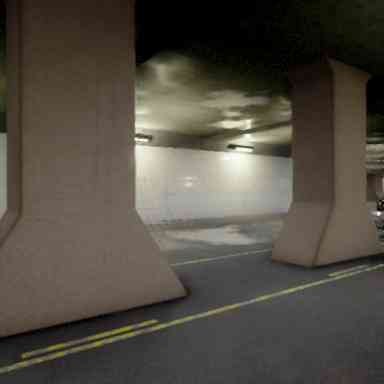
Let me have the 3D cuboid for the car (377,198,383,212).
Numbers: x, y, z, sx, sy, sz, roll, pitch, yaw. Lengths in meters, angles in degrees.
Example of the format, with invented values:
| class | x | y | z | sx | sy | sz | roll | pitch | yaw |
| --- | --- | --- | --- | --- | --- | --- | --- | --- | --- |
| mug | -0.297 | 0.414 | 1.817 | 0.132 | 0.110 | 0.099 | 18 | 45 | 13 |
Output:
| class | x | y | z | sx | sy | sz | roll | pitch | yaw |
| --- | --- | --- | --- | --- | --- | --- | --- | --- | --- |
| car | 20.830 | 1.163 | 34.698 | 2.097 | 1.767 | 4.553 | 0 | 0 | 40 |
